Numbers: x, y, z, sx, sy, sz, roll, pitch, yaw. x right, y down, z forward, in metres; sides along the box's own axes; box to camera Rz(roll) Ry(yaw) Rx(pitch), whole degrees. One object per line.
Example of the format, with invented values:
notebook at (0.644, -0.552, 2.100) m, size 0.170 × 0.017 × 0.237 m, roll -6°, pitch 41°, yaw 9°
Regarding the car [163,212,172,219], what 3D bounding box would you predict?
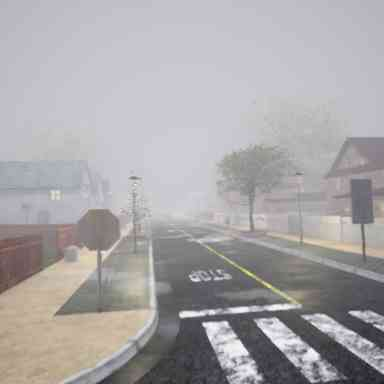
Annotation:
car at (-6.151, 6.187, 86.069) m, size 1.994 × 1.385 × 4.181 m, roll -2°, pitch -3°, yaw -7°
